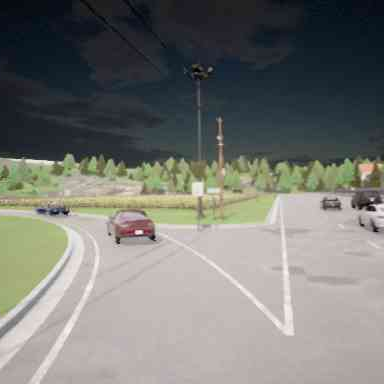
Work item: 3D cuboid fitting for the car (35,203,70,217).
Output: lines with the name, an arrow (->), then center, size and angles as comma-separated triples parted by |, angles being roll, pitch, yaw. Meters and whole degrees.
car -> -14.443, 1.825, 34.190 | 4.718, 1.301, 1.895 | -1, 0, 45

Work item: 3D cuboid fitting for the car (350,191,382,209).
car -> 18.770, 0.895, 35.972 | 2.150, 2.045, 5.566 | -1, 0, 15

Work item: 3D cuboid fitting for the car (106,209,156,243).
car -> -3.056, 1.571, 16.369 | 1.812, 1.442, 4.674 | -1, 0, -20

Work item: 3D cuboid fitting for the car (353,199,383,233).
car -> 10.454, 1.346, 18.135 | 1.812, 1.442, 4.674 | -1, 0, 15

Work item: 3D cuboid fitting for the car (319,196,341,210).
car -> 15.599, 1.217, 37.651 | 2.128, 1.511, 4.902 | -1, 0, 15
